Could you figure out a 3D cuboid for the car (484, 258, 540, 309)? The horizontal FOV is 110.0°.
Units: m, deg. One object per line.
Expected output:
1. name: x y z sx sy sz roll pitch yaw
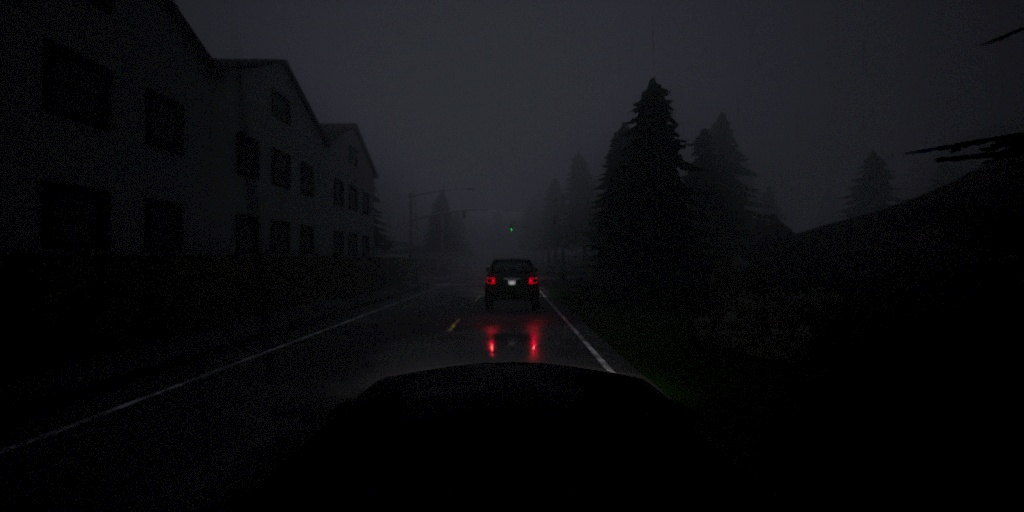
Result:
1. car: 0.003 1.102 15.879 2.150 2.045 5.566 0 0 0
